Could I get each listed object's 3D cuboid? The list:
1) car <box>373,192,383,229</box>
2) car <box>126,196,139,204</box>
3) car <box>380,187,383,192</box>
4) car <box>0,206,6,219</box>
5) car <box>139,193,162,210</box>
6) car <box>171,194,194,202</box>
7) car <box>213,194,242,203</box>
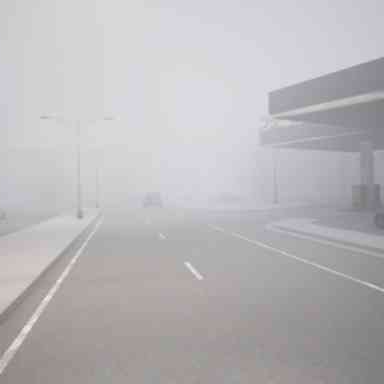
[{"bbox_3d":[10.502,0.955,15.022,2.242,1.667,4.611,-1,0,-12],"label":"car"},{"bbox_3d":[-9.549,1.359,61.353,5.008,1.535,1.882,-2,0,-12],"label":"car"},{"bbox_3d":[37.087,-0.061,68.476,5.566,2.045,2.150,-1,0,8],"label":"car"},{"bbox_3d":[-17.858,1.791,29.166,1.812,1.442,4.674,-1,0,-12],"label":"car"},{"bbox_3d":[-5.033,1.105,41.607,2.150,2.045,5.566,-1,0,-12],"label":"car"},{"bbox_3d":[-1.869,1.192,66.485,4.674,1.442,1.812,-2,0,-12],"label":"car"},{"bbox_3d":[6.168,1.001,57.406,5.008,1.535,1.882,-1,0,-11],"label":"car"}]
